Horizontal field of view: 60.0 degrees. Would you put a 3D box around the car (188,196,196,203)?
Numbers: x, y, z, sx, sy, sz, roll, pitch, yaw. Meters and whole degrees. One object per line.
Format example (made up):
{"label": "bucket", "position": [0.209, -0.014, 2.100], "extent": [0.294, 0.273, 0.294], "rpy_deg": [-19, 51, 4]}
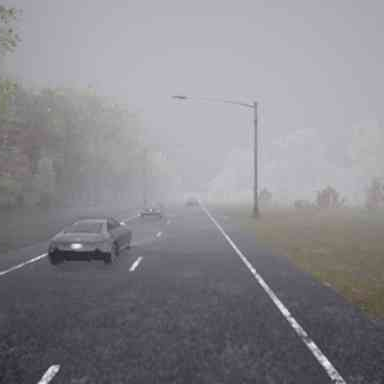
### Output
{"label": "car", "position": [-0.018, 1.562, 72.974], "extent": [1.812, 1.442, 4.674], "rpy_deg": [0, 0, 0]}

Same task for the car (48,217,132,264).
{"label": "car", "position": [-3.405, 1.569, 11.828], "extent": [1.994, 1.385, 4.181], "rpy_deg": [0, 0, 0]}

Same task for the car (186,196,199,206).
{"label": "car", "position": [0.084, 1.590, 54.556], "extent": [1.994, 1.385, 4.181], "rpy_deg": [0, 0, 0]}

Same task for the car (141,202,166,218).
{"label": "car", "position": [-3.409, 1.560, 29.837], "extent": [2.033, 1.411, 5.357], "rpy_deg": [0, 0, 0]}
